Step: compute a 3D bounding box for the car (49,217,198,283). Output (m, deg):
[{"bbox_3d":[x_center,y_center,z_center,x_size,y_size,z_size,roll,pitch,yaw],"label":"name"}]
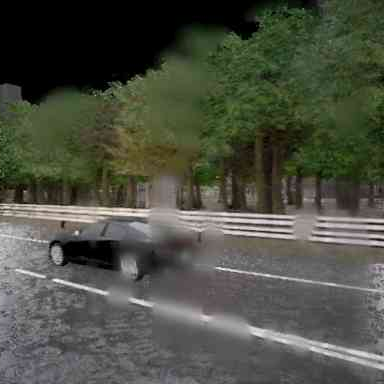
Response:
[{"bbox_3d":[-2.190,1.482,9.799,5.008,1.535,1.882,0,0,34],"label":"car"}]
